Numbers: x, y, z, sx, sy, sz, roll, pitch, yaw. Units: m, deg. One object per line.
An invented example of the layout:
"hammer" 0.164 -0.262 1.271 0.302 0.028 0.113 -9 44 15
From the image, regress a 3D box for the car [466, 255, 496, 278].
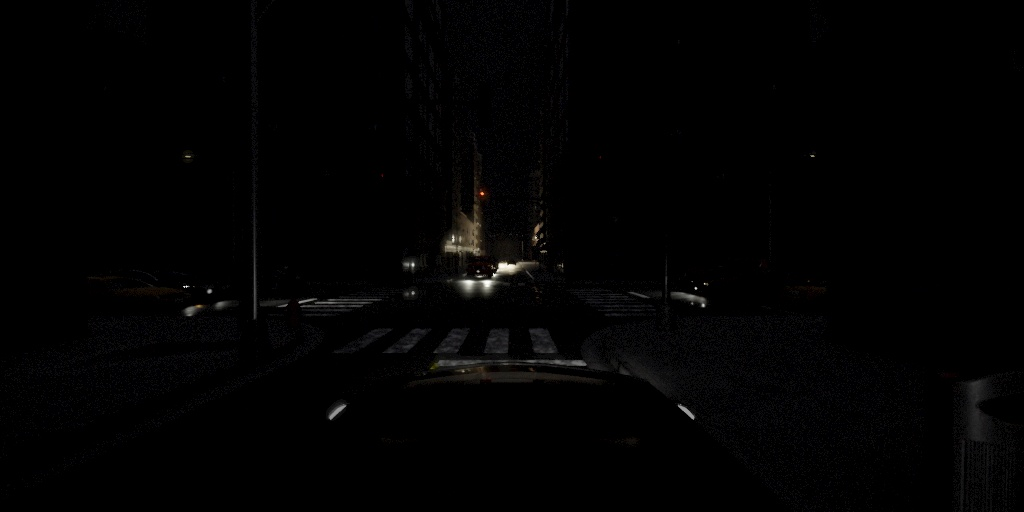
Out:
"car" -2.906 0.964 33.503 2.150 2.045 5.566 0 0 0

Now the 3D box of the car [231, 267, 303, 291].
"car" -14.566 1.308 20.933 4.313 1.339 1.948 0 0 0

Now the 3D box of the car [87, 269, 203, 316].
"car" -14.402 1.305 12.908 4.829 1.417 1.751 0 0 0

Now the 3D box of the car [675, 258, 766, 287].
"car" 12.317 1.031 20.945 5.009 1.841 2.192 0 0 0

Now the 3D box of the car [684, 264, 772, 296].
"car" 12.137 1.276 18.369 5.357 1.411 2.033 0 0 3

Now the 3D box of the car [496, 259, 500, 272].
"car" -2.922 0.956 43.903 2.150 2.045 5.566 0 0 0

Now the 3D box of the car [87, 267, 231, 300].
"car" -15.480 1.260 15.433 4.902 1.511 2.128 0 0 0

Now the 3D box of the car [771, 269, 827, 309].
"car" 12.482 1.280 12.920 4.829 1.417 1.751 0 0 0
